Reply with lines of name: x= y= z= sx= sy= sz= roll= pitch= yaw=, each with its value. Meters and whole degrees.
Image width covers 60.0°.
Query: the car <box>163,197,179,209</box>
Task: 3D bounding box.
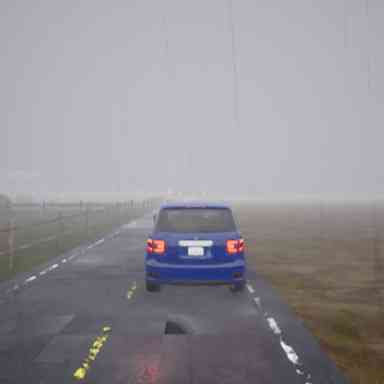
car: x=-2.800 y=1.474 z=45.343 sx=1.882 sy=1.535 sz=5.008 roll=0 pitch=0 yaw=0

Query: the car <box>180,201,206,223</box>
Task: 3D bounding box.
car: x=0.067 y=1.517 z=26.161 sx=1.812 sy=1.442 sz=4.674 roll=0 pitch=0 yaw=0

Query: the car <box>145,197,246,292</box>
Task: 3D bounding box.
car: x=0.078 y=1.217 z=9.020 sx=2.150 sy=2.045 sz=5.566 roll=0 pitch=0 yaw=0
